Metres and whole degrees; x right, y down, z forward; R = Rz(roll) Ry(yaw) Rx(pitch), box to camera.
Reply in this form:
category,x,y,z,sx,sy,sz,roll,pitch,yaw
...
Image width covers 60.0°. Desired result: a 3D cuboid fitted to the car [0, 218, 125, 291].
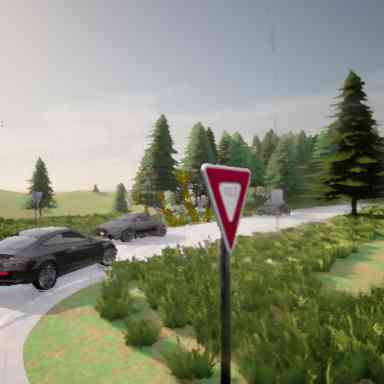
category,x,y,z,sx,sy,sz,roll,pitch,yaw
car,-4.047,1.755,9.797,1.812,1.442,4.674,-2,-1,18

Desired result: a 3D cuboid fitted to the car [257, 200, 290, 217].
category,x,y,z,sx,sy,sz,roll,pitch,yaw
car,8.445,1.618,34.449,2.097,1.767,4.553,-1,0,35

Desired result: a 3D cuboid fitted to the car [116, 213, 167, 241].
category,x,y,z,sx,sy,sz,roll,pitch,yaw
car,-3.230,1.830,17.780,1.994,1.385,4.181,-1,0,35
